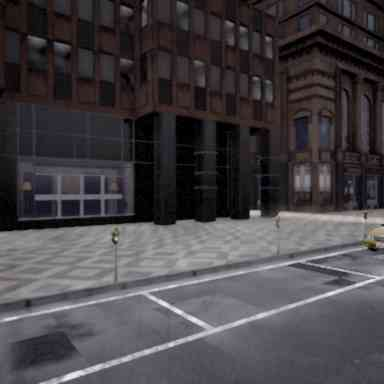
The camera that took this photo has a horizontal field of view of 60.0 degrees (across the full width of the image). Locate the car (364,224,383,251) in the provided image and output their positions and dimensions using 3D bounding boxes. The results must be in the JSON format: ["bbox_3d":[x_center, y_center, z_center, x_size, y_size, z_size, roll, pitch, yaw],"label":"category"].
[{"bbox_3d":[8.318,1.463,12.580,4.829,1.417,1.752,0,0,-35],"label":"car"}]
